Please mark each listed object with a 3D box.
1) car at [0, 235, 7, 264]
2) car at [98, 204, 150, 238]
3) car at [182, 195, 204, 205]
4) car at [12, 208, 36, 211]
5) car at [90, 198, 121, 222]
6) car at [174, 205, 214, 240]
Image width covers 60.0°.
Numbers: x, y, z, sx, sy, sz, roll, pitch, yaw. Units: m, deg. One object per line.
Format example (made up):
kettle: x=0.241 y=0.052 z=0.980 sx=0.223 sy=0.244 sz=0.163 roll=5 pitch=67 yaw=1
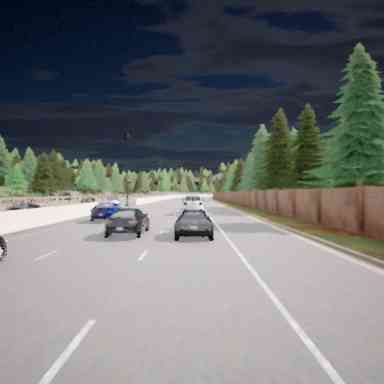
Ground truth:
car: x=-6.903 y=1.530 z=8.844 sx=1.837 sy=1.490 sz=4.892 roll=0 pitch=0 yaw=0
car: x=-3.418 y=1.578 z=17.996 sx=1.812 sy=1.442 sz=4.674 roll=0 pitch=0 yaw=0
car: x=0.090 y=1.325 z=35.866 sx=2.150 sy=2.045 sz=5.566 roll=0 pitch=0 yaw=0
car: x=-17.593 y=1.664 z=34.827 sx=1.994 sy=1.385 sz=4.181 roll=0 pitch=0 yaw=0
car: x=-6.907 y=1.557 z=27.585 sx=1.882 sy=1.535 sz=5.008 roll=0 pitch=0 yaw=0
car: x=0.093 y=1.614 z=17.447 sx=1.994 sy=1.385 sz=4.181 roll=0 pitch=0 yaw=0
